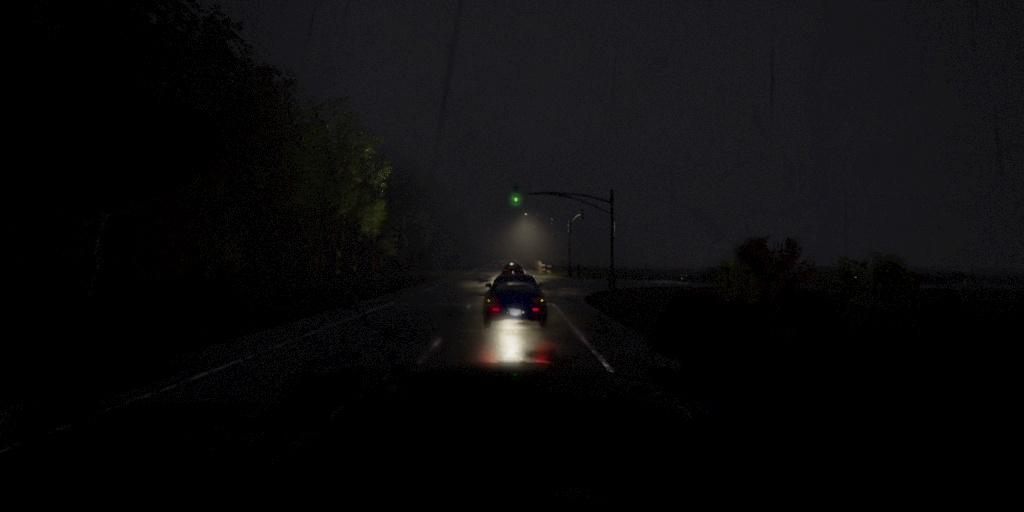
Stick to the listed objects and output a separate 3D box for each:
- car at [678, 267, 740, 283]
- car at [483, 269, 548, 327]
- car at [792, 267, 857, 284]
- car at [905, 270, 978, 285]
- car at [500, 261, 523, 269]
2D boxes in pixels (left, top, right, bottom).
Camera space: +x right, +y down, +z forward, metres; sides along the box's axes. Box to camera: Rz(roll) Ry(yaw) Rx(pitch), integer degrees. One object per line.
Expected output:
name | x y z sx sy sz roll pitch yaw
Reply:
car | 17.863 1.645 32.041 5.357 1.411 2.033 1 -1 1
car | 0.099 1.310 11.614 1.812 1.442 4.674 0 0 0
car | 27.791 1.697 31.980 4.902 1.511 2.128 1 -1 0
car | 38.041 1.918 31.927 4.718 1.301 1.895 1 -1 0
car | 0.089 1.425 34.771 1.994 1.385 4.181 0 0 0
